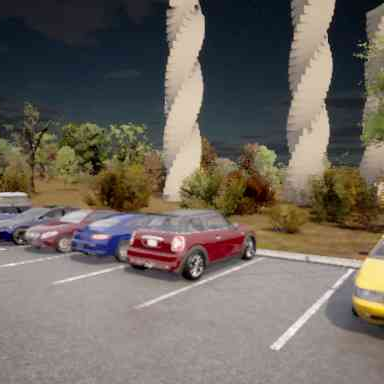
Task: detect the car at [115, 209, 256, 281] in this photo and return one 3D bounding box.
[{"bbox_3d":[0.219,1.308,10.172,2.185,1.767,4.553,1,0,35],"label":"car"}]

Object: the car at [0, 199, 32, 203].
[{"bbox_3d":[-8.722,1.323,16.626,2.163,1.488,4.792,1,1,35],"label":"car"}]

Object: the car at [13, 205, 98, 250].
[{"bbox_3d":[-4.253,1.410,13.403,2.002,1.452,4.674,1,0,36],"label":"car"}]

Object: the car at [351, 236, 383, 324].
[{"bbox_3d":[4.608,1.476,6.850,1.946,1.575,5.366,1,0,36],"label":"car"}]

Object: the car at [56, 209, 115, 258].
[{"bbox_3d":[-2.014,1.442,11.800,2.002,1.452,4.674,1,0,36],"label":"car"}]

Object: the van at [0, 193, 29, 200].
[{"bbox_3d":[-10.909,1.026,18.293,1.878,1.987,4.442,1,1,36],"label":"van"}]

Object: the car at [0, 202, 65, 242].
[{"bbox_3d":[-6.516,1.365,14.979,2.163,1.488,4.792,1,1,36],"label":"car"}]
